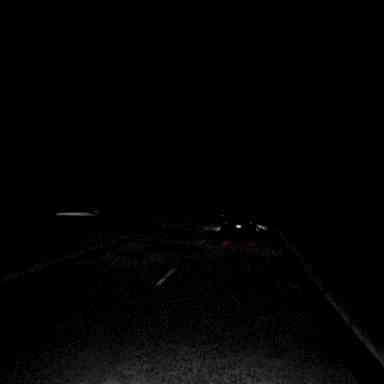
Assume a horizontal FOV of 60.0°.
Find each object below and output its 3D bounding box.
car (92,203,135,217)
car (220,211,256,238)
[{"bbox_3d":[-8.606,1.909,36.379,4.902,1.511,2.128,0,-1,18],"label":"car"},{"bbox_3d":[2.670,1.830,19.737,1.994,1.385,4.181,0,-1,5],"label":"car"}]
